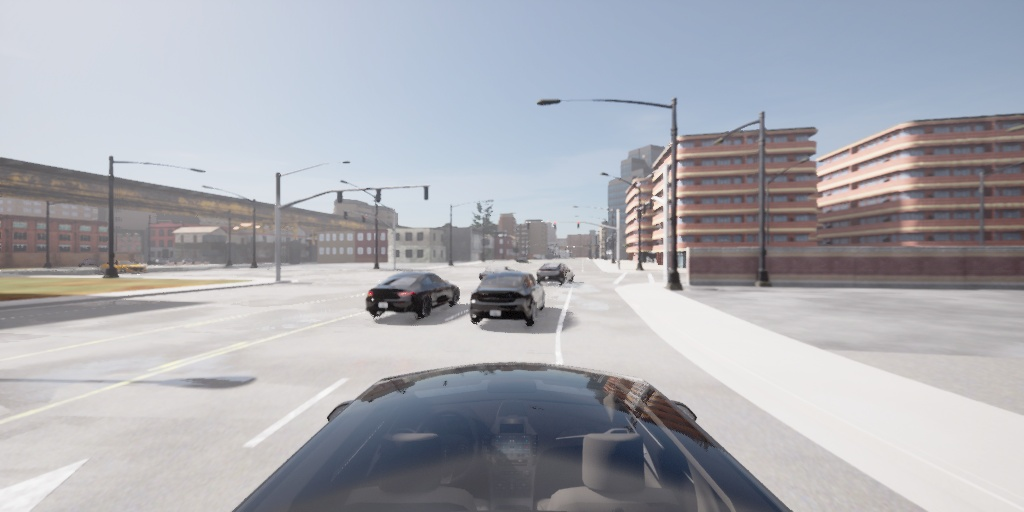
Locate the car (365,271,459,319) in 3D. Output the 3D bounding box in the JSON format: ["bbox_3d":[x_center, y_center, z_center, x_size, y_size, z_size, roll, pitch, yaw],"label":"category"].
[{"bbox_3d":[-3.375,1.275,12.839,1.812,1.442,4.674,0,0,11],"label":"car"}]

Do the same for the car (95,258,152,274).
[{"bbox_3d":[-44.323,1.249,40.934,5.008,1.535,1.882,0,0,15],"label":"car"}]

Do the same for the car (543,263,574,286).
[{"bbox_3d":[3.153,1.225,25.607,2.128,1.511,4.902,0,0,21],"label":"car"}]

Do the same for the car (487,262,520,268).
[{"bbox_3d":[-0.854,1.336,25.822,1.895,1.301,4.718,0,0,12],"label":"car"}]

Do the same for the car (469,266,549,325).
[{"bbox_3d":[0.000,1.254,11.877,1.837,1.490,4.892,0,0,10],"label":"car"}]
